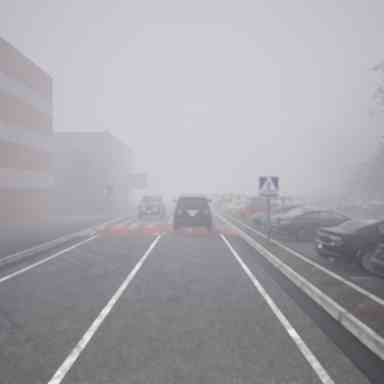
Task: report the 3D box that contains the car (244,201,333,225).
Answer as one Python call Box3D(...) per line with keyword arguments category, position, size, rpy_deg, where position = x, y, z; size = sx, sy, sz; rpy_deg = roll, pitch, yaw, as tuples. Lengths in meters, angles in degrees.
Box3D(category="car", position=(6.078, 1.507, 21.176), size=(4.792, 1.488, 2.163), rpy_deg=(0, 0, -1))

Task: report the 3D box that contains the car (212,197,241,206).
Box3D(category="car", position=(5.674, 1.612, 55.091), size=(4.674, 1.452, 2.002), rpy_deg=(0, 0, -1))

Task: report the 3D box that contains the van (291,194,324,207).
Box3D(category="van", position=(18.160, 1.341, 52.472), size=(4.442, 1.987, 1.878), rpy_deg=(0, 0, -1))

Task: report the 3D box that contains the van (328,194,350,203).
Box3D(category="van", position=(18.571, 1.300, 38.354), size=(4.442, 1.987, 1.878), rpy_deg=(0, 0, -1))

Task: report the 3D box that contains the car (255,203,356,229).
Box3D(category="car", position=(6.146, 1.509, 18.351), size=(4.674, 1.452, 2.002), rpy_deg=(0, 0, -1))

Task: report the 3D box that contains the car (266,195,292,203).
Box3D(category="car", position=(18.072, 1.392, 69.432), size=(4.892, 1.521, 2.231), rpy_deg=(0, 1, -1))

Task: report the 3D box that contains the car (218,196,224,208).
Box3D(category="car", position=(6.075, 1.524, 38.131), size=(5.366, 1.575, 1.946), rpy_deg=(0, 0, -1))

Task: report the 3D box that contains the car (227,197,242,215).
Box3D(category="car", position=(6.184, 1.500, 29.655), size=(5.366, 1.575, 1.946), rpy_deg=(0, 0, -1))

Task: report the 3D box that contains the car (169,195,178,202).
Box3D(category="car", position=(-3.888, 1.408, 71.610), size=(1.837, 1.490, 4.892), rpy_deg=(0, 1, -1))

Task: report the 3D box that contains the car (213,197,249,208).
Box3D(category="car", position=(5.739, 1.561, 49.431), size=(5.008, 1.535, 2.097), rpy_deg=(0, 0, -1))

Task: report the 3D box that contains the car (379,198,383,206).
Box3D(category="car", position=(18.604, 1.493, 27.186), size=(5.008, 1.535, 2.097), rpy_deg=(0, 0, -1))

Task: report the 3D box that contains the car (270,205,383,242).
Box3D(category="car", position=(6.177, 1.501, 15.525), size=(4.674, 1.452, 2.002), rpy_deg=(0, 0, -1))

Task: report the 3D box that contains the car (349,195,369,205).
Box3D(category="car", position=(18.557, 1.384, 32.833), size=(4.553, 1.767, 2.185), rpy_deg=(0, 0, -1))

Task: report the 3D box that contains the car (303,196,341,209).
Box3D(category="car", position=(18.316, 1.425, 46.949), size=(4.553, 1.767, 2.185), rpy_deg=(0, 0, -1))

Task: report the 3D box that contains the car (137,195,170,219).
Box3D(category="car", position=(-3.488, 1.277, 29.691), size=(2.150, 2.045, 5.566), rpy_deg=(0, 0, 0))

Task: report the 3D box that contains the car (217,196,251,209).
Box3D(category="car", position=(5.812, 1.427, 46.606), size=(4.553, 1.767, 2.185), rpy_deg=(0, 0, -1))

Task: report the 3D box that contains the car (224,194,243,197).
Box3D(category="car", position=(5.957, 1.394, 35.304), size=(4.553, 1.767, 2.185), rpy_deg=(0, 0, -1))

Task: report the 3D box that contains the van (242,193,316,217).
Box3D(category="van", position=(6.188, 1.260, 24.004), size=(4.442, 1.987, 1.878), rpy_deg=(0, 0, -1))

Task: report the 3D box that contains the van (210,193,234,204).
Box3D(category="van", position=(5.679, 1.250, 63.577), size=(4.442, 1.987, 1.878), rpy_deg=(0, 1, -1))

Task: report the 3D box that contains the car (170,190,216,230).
Box3D(category="car", position=(0.025, 1.075, 20.279), size=(2.150, 2.045, 5.566), rpy_deg=(0, 4, 0))

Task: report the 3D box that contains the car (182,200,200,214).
Box3D(category="car", position=(-0.109, 1.632, 38.012), size=(1.994, 1.385, 4.181), rpy_deg=(0, 0, -1))

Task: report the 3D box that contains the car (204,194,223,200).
Box3D(category="car", position=(5.337, 1.215, 83.357), size=(4.792, 1.488, 2.163), rpy_deg=(0, 1, -1))

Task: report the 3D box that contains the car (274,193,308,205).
Box3D(category="car", position=(18.143, 1.262, 61.083), size=(5.566, 2.045, 2.435), rpy_deg=(0, 1, -1))

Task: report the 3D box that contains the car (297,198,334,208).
Box3D(category="car", position=(18.346, 1.588, 49.647), size=(4.792, 1.488, 2.163), rpy_deg=(0, 0, -1))

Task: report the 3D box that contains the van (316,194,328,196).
Box3D(category="van", position=(18.502, 1.317, 44.004), size=(4.442, 1.987, 1.878), rpy_deg=(0, 0, -1))

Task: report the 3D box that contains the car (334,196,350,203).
Box3D(category="car", position=(18.495, 1.518, 35.655), size=(5.008, 1.535, 2.097), rpy_deg=(0, 0, -1))

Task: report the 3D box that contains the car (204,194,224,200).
Box3D(category="car", position=(5.347, 1.267, 80.531), size=(4.674, 1.452, 2.002), rpy_deg=(0, 1, -1))

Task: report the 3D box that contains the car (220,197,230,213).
Box3D(category="car", position=(5.776, 1.508, 32.476), size=(5.366, 1.575, 1.946), rpy_deg=(0, 0, -1))

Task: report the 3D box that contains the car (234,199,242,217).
Box3D(category="car", position=(6.032, 1.534, 26.827), size=(4.674, 1.452, 2.002), rpy_deg=(0, 0, -1))

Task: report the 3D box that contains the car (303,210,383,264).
Box3D(category="car", position=(6.247, 1.442, 9.875), size=(5.008, 1.535, 2.097), rpy_deg=(0, 0, -1))

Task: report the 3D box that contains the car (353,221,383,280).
Box3D(category="car", position=(6.286, 1.470, 7.047), size=(4.674, 1.452, 2.002), rpy_deg=(0, 0, -1))

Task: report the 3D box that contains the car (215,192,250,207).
Box3D(category="car", position=(5.881, 1.285, 40.956), size=(5.566, 2.045, 2.435), rpy_deg=(0, 0, -1))

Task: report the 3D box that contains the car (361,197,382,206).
Box3D(category="car", position=(18.558, 1.501, 30.009), size=(5.008, 1.535, 2.097), rpy_deg=(0, 0, -1))

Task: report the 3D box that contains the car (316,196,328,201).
Box3D(category="car", position=(18.427, 1.535, 41.178), size=(4.892, 1.521, 2.231), rpy_deg=(0, 0, -1))

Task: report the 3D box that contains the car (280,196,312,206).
Box3D(category="car", position=(18.201, 1.551, 58.253), size=(5.008, 1.535, 2.097), rpy_deg=(0, 1, -1))
